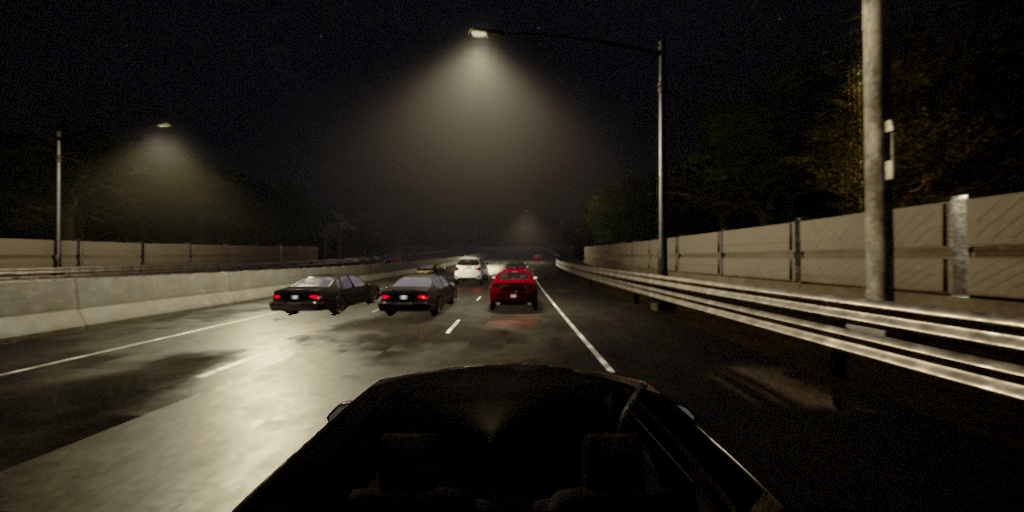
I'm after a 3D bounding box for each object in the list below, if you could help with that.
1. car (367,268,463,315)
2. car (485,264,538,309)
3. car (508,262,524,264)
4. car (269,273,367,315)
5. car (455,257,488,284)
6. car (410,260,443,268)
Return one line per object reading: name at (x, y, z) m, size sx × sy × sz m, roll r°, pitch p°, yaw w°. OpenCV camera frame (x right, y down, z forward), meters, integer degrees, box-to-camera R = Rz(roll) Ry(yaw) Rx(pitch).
car at (-3.435, 1.384, 13.979) m, size 2.033 × 1.411 × 5.357 m, roll 0°, pitch 0°, yaw 1°
car at (0.105, 1.322, 15.654) m, size 1.882 × 1.535 × 5.008 m, roll 0°, pitch 0°, yaw 1°
car at (0.345, 1.234, 29.668) m, size 2.097 × 1.767 × 4.553 m, roll 0°, pitch 0°, yaw 2°
car at (-6.935, 1.385, 14.024) m, size 2.033 × 1.411 × 5.357 m, roll 0°, pitch 0°, yaw 1°
car at (-3.186, 1.110, 28.893) m, size 2.150 × 2.045 × 5.566 m, roll 0°, pitch 0°, yaw 2°
car at (-6.652, 1.379, 29.889) m, size 2.128 × 1.511 × 4.902 m, roll 0°, pitch 0°, yaw 2°
